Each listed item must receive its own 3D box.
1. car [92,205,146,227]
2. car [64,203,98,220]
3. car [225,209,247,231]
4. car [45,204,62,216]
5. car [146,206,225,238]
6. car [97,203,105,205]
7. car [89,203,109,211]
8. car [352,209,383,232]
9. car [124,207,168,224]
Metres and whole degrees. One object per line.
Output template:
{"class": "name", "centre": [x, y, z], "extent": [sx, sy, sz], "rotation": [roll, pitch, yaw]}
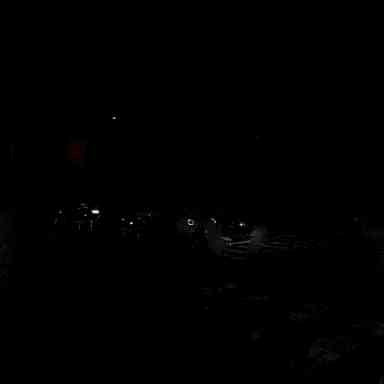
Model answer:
{"class": "car", "centre": [-6.108, 2.009, 27.255], "extent": [2.033, 1.411, 5.357], "rotation": [0, -1, -35]}
{"class": "car", "centre": [-11.942, 2.214, 35.269], "extent": [1.994, 1.385, 4.181], "rotation": [0, -1, -36]}
{"class": "car", "centre": [1.570, 1.801, 22.235], "extent": [1.837, 1.490, 4.892], "rotation": [0, -1, -36]}
{"class": "car", "centre": [-17.768, 2.332, 43.309], "extent": [2.128, 1.511, 4.902], "rotation": [0, -1, -36]}
{"class": "car", "centre": [-0.532, 1.637, 19.600], "extent": [2.097, 1.767, 4.553], "rotation": [0, -1, -36]}
{"class": "car", "centre": [-10.476, 2.230, 38.767], "extent": [2.033, 1.411, 5.357], "rotation": [0, -1, -36]}
{"class": "car", "centre": [-16.224, 2.635, 58.011], "extent": [1.895, 1.301, 4.718], "rotation": [0, -1, -36]}
{"class": "car", "centre": [12.256, 1.556, 19.759], "extent": [5.008, 1.535, 1.882], "rotation": [-2, -1, 31]}
{"class": "car", "centre": [-4.257, 2.082, 30.227], "extent": [1.895, 1.301, 4.718], "rotation": [0, -1, -36]}
